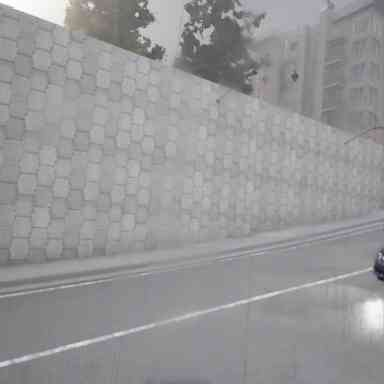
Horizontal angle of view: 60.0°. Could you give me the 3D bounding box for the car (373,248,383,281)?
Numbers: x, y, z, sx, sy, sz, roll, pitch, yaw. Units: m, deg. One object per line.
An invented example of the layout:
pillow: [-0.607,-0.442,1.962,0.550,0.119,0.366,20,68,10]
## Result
car: [6.568,1.459,8.551,4.674,1.442,1.812,-3,1,-35]
